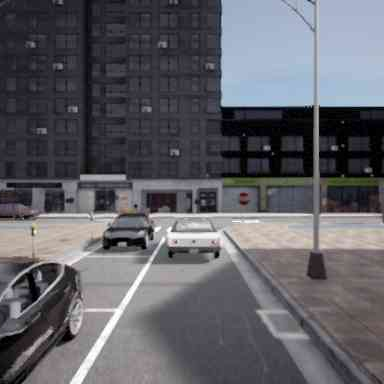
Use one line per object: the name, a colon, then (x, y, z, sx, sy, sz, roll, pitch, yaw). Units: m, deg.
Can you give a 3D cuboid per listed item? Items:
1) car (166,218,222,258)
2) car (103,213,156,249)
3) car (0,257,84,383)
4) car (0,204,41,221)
car: (0.081, 1.657, 13.081, 1.895, 1.301, 4.718, 0, 0, 0)
car: (-2.653, 1.629, 14.809, 1.947, 1.339, 4.313, 0, 0, 0)
car: (-2.643, 1.583, 3.905, 1.947, 1.339, 4.313, 0, 0, 0)
car: (-15.905, 1.697, 28.507, 5.357, 1.411, 2.033, 0, 0, -3)
